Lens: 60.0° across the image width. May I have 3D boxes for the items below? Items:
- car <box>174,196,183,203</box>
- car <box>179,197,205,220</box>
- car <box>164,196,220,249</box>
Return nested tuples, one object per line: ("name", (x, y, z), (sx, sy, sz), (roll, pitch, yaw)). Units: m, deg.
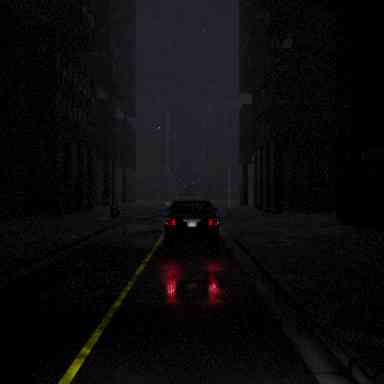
("car", (-3.001, 1.657, 75.924), (1.994, 1.385, 4.181), (0, 0, 0))
("car", (-0.001, 1.393, 29.623), (2.097, 1.767, 4.553), (0, 0, 0))
("car", (-0.001, 1.265, 14.683), (2.150, 2.045, 5.566), (0, 0, 0))
